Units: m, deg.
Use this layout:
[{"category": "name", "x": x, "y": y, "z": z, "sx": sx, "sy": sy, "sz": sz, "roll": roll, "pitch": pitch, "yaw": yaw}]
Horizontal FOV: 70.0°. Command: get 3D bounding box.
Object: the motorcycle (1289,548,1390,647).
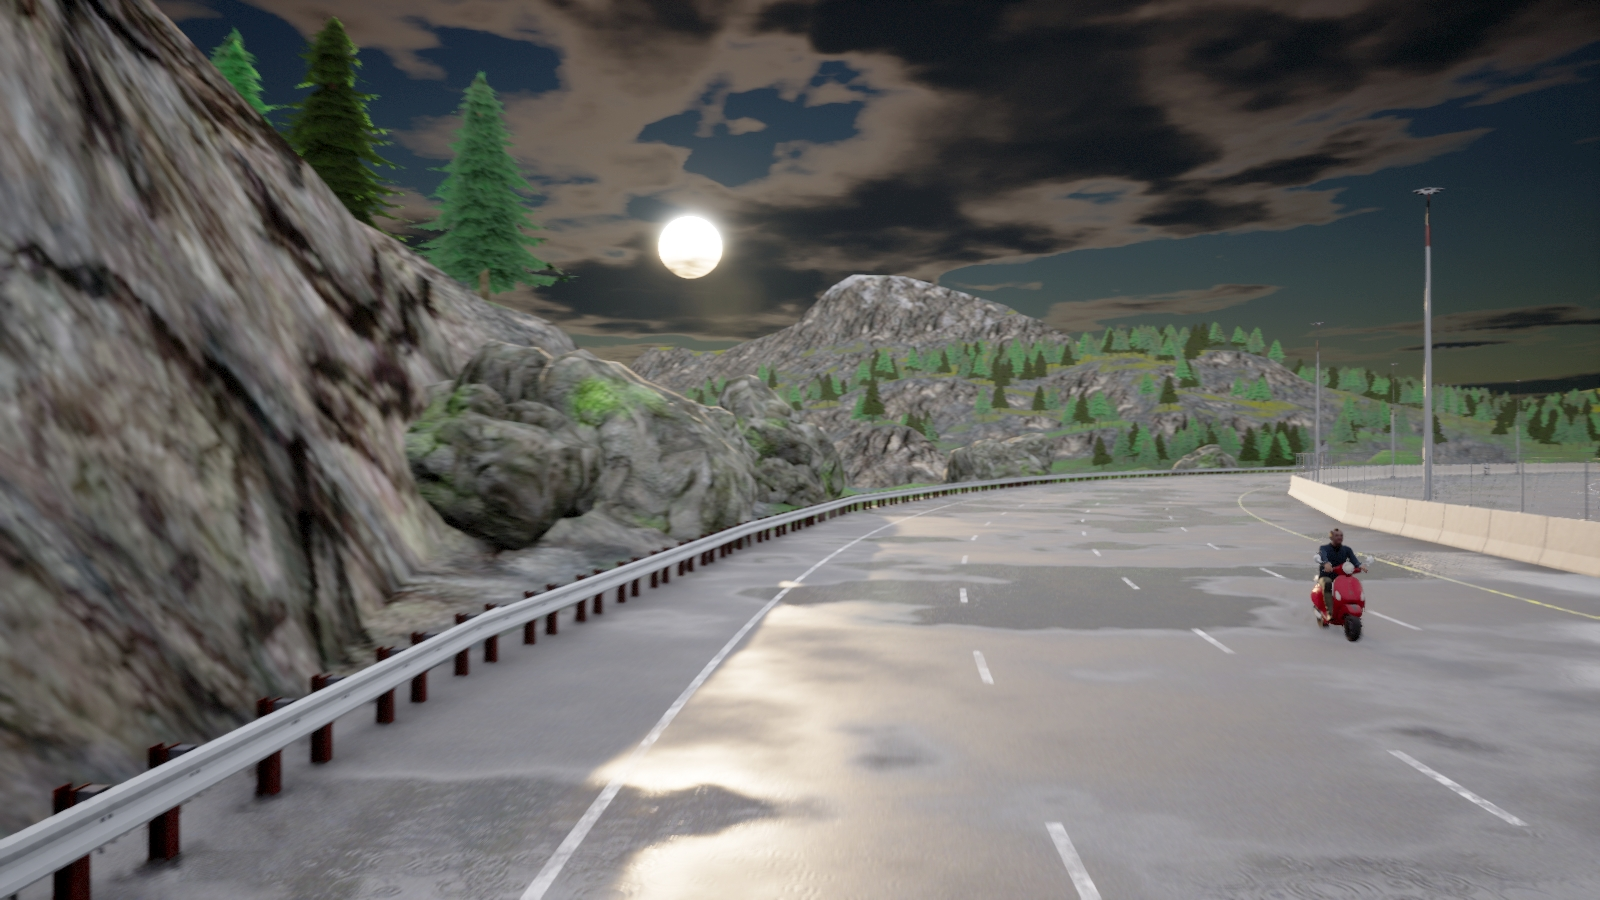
[{"category": "motorcycle", "x": 8.146, "y": 2.196, "z": 17.336, "sx": 0.856, "sy": 1.236, "sz": 1.805, "roll": 1, "pitch": 0, "yaw": 8}]
